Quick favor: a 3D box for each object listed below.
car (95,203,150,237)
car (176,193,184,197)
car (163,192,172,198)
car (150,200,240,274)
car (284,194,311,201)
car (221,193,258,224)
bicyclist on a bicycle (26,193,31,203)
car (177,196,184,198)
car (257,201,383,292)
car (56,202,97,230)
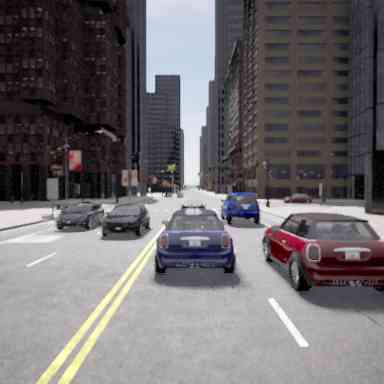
[{"bbox_3d":[-3.340,1.379,17.573,1.882,1.535,5.008,0,0,0],"label":"car"},{"bbox_3d":[-3.229,0.985,90.910,1.812,1.442,4.674,0,0,0],"label":"car"},{"bbox_3d":[-6.479,0.961,90.910,1.837,1.490,4.892,0,0,0],"label":"car"},{"bbox_3d":[0.084,1.295,10.526,2.097,1.767,4.553,0,0,0],"label":"car"},{"bbox_3d":[16.691,1.034,52.946,4.097,1.590,1.967,0,1,0],"label":"car"},{"bbox_3d":[3.340,1.085,23.773,2.150,2.045,5.566,0,0,-1],"label":"car"},{"bbox_3d":[-25.878,0.967,52.695,0.582,1.620,1.656,0,1,0],"label":"bicyclist on a bicycle"},{"bbox_3d":[0.086,1.347,25.016,2.128,1.511,4.902,0,0,0],"label":"car"},{"bbox_3d":[3.327,1.307,9.002,2.097,1.767,4.553,0,1,0],"label":"car"},{"bbox_3d":[-6.585,1.393,20.177,1.837,1.490,4.892,0,0,0],"label":"car"}]
